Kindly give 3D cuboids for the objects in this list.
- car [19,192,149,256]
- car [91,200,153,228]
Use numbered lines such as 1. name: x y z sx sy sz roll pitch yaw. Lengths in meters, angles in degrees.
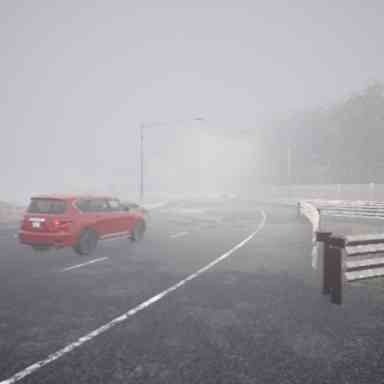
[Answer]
1. car: -3.898 1.120 12.962 2.150 2.045 5.566 1 0 22
2. car: -4.453 1.358 22.034 1.837 1.490 4.892 1 0 17
